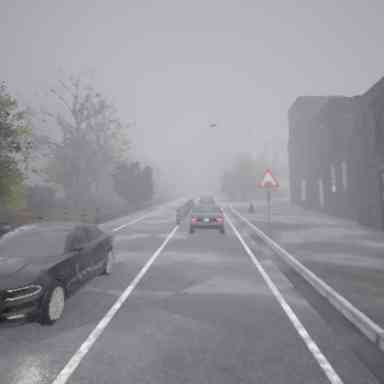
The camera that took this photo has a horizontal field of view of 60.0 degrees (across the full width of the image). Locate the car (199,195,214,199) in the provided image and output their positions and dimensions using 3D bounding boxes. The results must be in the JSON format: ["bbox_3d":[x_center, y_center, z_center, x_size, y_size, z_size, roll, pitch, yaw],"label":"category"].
[{"bbox_3d":[1.885,1.032,42.553,1.994,1.385,4.181,-2,1,3],"label":"car"}]

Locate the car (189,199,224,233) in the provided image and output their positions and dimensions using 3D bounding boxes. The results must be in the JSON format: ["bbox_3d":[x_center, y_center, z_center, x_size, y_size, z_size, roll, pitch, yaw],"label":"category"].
[{"bbox_3d":[0.823,1.358,18.433,2.033,1.411,5.357,0,1,3],"label":"car"}]

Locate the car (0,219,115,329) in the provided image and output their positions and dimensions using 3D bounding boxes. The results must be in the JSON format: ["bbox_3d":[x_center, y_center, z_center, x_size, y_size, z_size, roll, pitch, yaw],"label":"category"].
[{"bbox_3d":[-3.129,1.421,7.241,1.882,1.535,5.008,0,1,2],"label":"car"}]
